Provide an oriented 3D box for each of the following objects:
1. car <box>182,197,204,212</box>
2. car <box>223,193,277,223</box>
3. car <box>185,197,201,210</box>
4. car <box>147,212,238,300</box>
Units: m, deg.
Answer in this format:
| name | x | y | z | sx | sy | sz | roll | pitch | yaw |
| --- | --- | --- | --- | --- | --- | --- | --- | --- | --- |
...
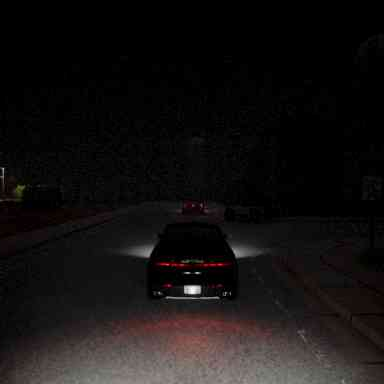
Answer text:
| name | x | y | z | sx | sy | sz | roll | pitch | yaw |
| --- | --- | --- | --- | --- | --- | --- | --- | --- | --- |
| car | 0.121 | 1.295 | 33.605 | 2.097 | 1.767 | 4.553 | 0 | 0 | 0 |
| car | 4.191 | 1.116 | 24.118 | 1.905 | 1.878 | 3.866 | -8 | 4 | -42 |
| car | 0.131 | 1.472 | 43.723 | 2.033 | 1.411 | 5.357 | 0 | 0 | 0 |
| car | 0.012 | 1.492 | 8.353 | 1.837 | 1.490 | 4.892 | 0 | 0 | 0 |
